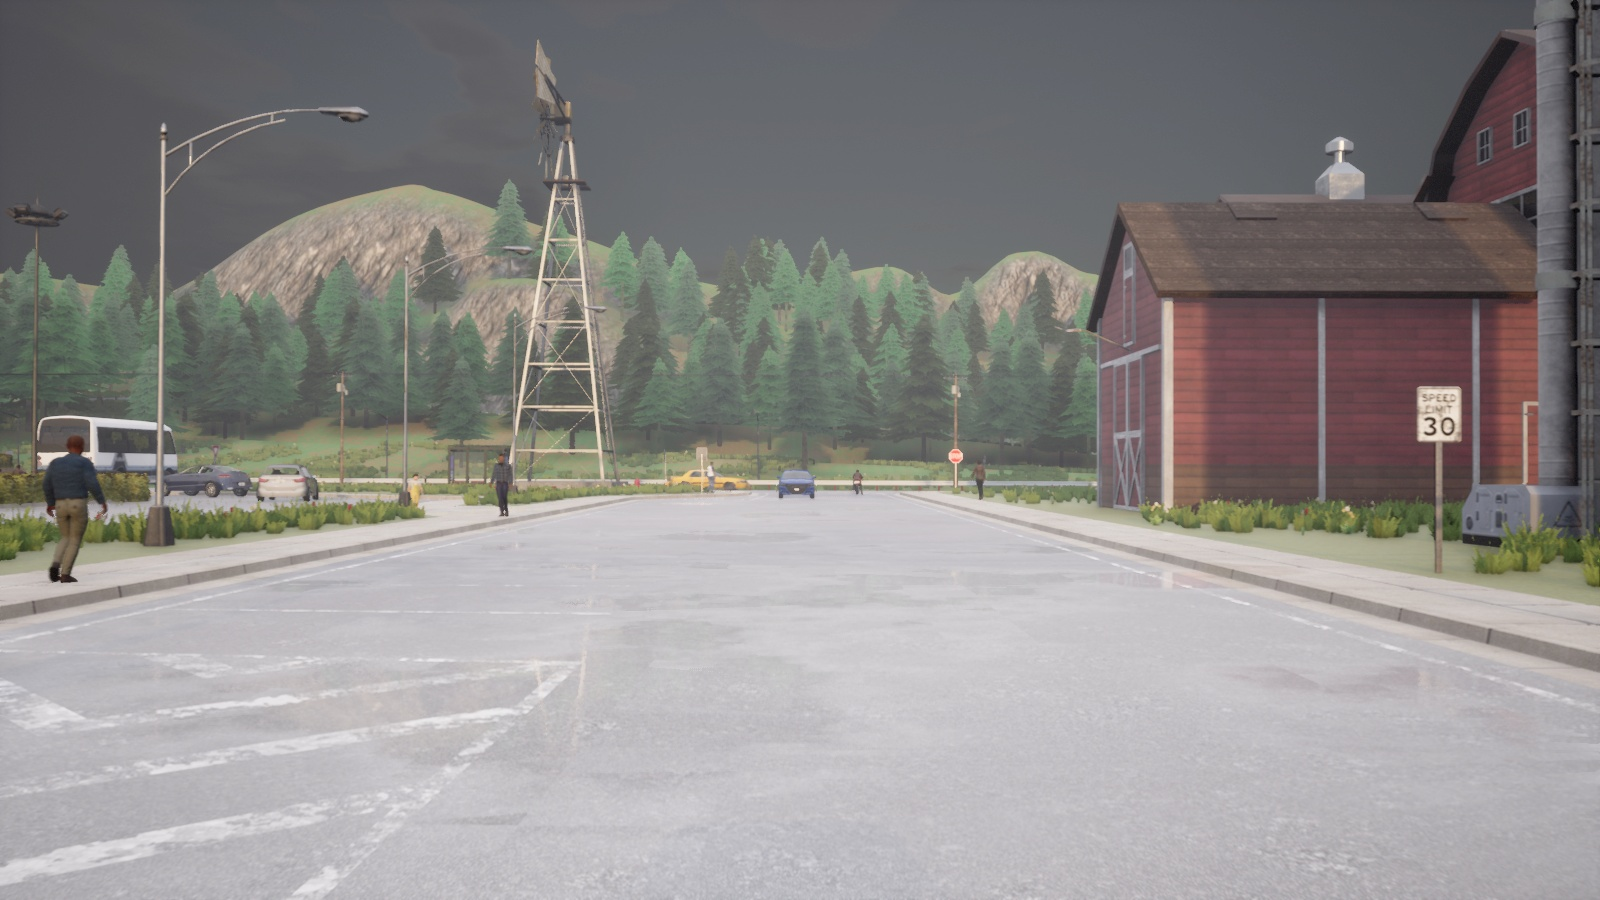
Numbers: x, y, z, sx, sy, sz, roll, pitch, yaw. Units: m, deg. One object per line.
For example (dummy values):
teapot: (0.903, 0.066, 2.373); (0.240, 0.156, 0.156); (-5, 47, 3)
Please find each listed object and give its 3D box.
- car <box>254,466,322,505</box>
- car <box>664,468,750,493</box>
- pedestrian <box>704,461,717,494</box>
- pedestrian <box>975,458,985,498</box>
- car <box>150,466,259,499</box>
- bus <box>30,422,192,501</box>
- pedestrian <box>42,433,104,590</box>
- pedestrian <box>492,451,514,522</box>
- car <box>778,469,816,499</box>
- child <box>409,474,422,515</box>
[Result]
car: (-23.202, 1.592, 57.084); (2.242, 1.667, 4.611); (0, -1, -14)
car: (-6.119, 2.000, 82.863); (5.366, 1.575, 1.801); (0, -1, 8)
pedestrian: (-5.007, 1.529, 70.530); (0.354, 1.836, 0.706); (-1, -1, 38)
pedestrian: (8.174, 1.278, 57.107); (0.328, 1.805, 0.869); (0, -1, -1)
car: (-30.372, 1.658, 64.056); (5.027, 1.651, 2.152); (-1, -1, 21)
bus: (-39.689, 0.672, 72.957); (3.944, 4.253, 10.273); (0, -1, -1)
pedestrian: (-8.737, 0.725, 15.102); (0.370, 1.835, 0.726); (0, -1, -5)
pedestrian: (-8.349, 1.022, 35.309); (0.423, 1.949, 0.788); (0, -1, -1)
car: (-0.165, 1.765, 65.985); (1.882, 1.535, 5.008); (0, -1, 0)
child: (-11.866, 1.375, 38.762); (0.270, 1.263, 0.437); (0, -1, -35)
